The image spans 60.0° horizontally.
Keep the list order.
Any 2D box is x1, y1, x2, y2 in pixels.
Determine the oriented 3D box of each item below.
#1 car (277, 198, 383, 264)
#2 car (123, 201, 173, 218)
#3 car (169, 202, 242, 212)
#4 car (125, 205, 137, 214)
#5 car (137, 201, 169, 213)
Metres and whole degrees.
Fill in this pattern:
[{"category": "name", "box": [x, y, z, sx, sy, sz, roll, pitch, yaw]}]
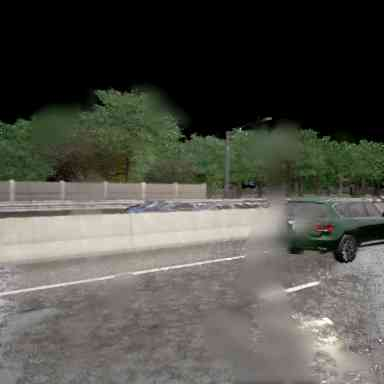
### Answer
[{"category": "car", "box": [5.514, 1.226, 12.102, 5.566, 2.045, 2.150, 0, 0, -36]}, {"category": "car", "box": [-4.128, 1.569, 31.126, 4.181, 1.385, 1.994, 0, 0, -35]}, {"category": "car", "box": [1.258, 1.495, 22.077, 4.902, 1.511, 2.128, 0, 0, -35]}, {"category": "car", "box": [-2.894, 1.530, 27.712, 4.674, 1.442, 1.812, 0, 0, -35]}, {"category": "car", "box": [-1.274, 1.509, 24.570, 4.892, 1.490, 1.837, 0, 0, -35]}]
